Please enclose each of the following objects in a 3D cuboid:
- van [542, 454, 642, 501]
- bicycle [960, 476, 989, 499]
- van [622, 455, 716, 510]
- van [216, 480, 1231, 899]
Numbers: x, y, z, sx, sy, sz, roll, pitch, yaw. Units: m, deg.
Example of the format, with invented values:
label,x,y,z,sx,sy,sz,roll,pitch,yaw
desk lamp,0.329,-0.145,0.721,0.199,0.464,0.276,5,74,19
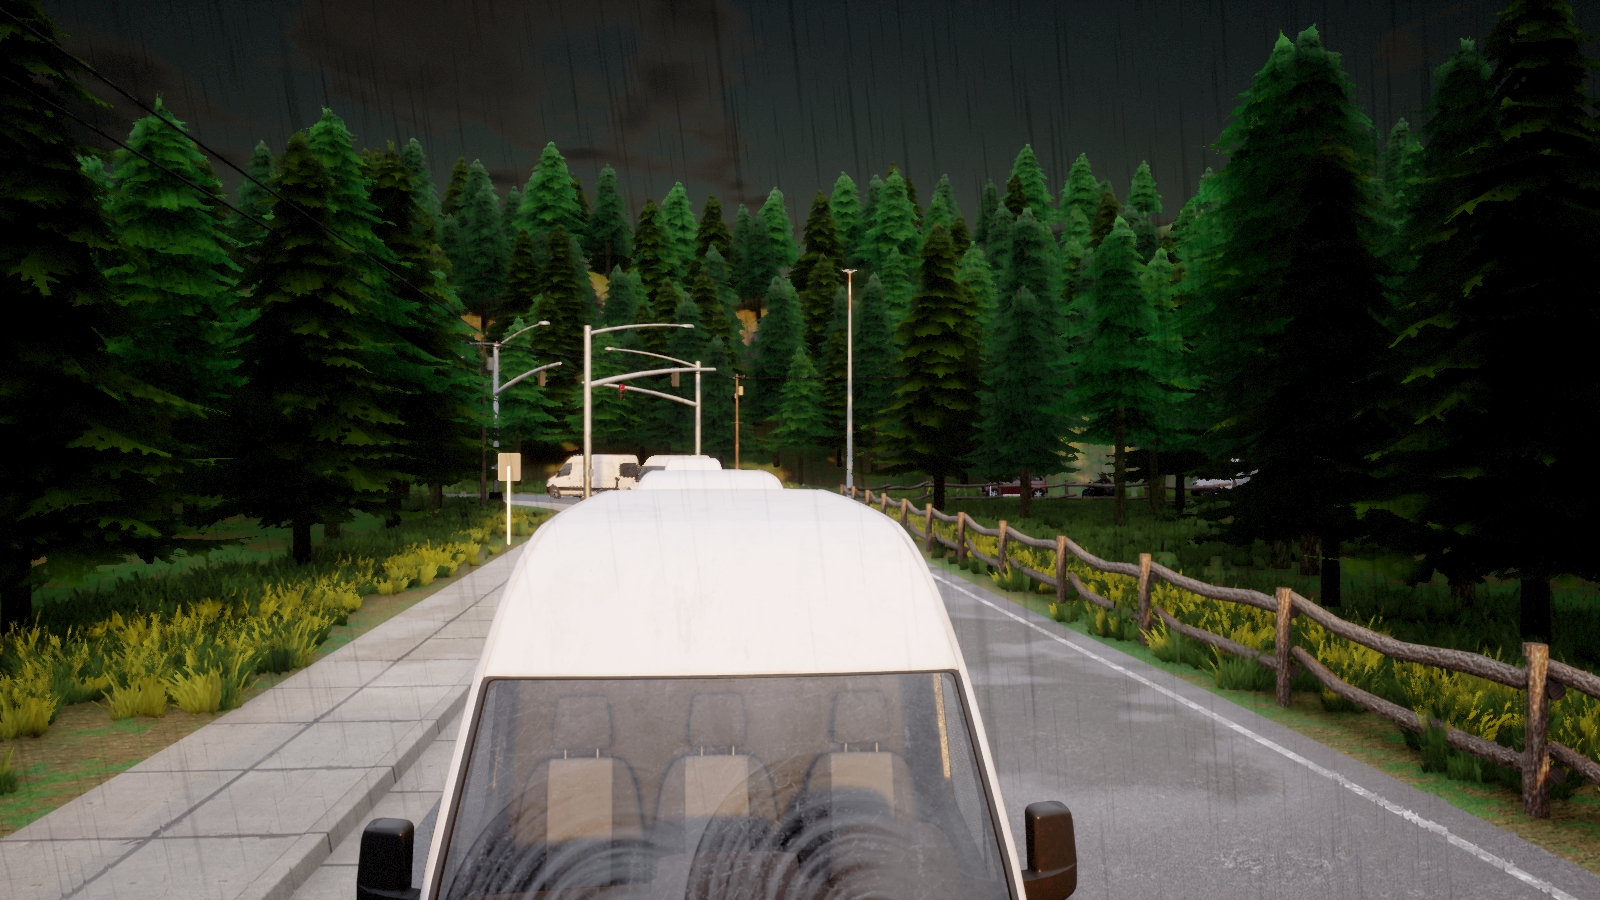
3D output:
label,x,y,z,sx,sy,sz,roll,pitch,yaw
van,-11.883,1.507,65.064,5.915,2.561,1.988,0,0,34
bicycle,9.947,2.158,65.229,1.487,1.276,0.859,0,0,-6
van,-6.314,1.515,55.994,1.988,2.561,5.915,0,0,22
van,-0.354,1.499,5.189,1.988,2.561,5.915,0,0,-5
